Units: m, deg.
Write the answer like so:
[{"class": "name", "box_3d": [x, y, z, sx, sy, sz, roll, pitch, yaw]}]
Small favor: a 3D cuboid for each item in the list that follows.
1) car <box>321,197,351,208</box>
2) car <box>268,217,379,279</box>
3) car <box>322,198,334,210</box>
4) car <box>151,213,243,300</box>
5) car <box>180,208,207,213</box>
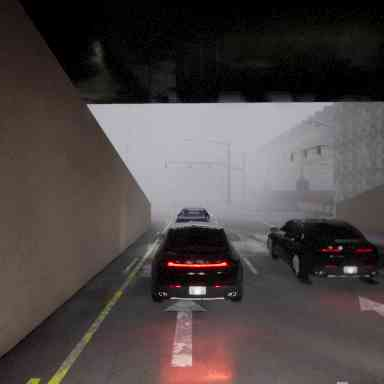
[{"class": "car", "box_3d": [17.649, 1.295, 40.670, 4.536, 1.218, 1.853, 0, 0, -45]}, {"class": "car", "box_3d": [3.607, 1.506, 9.973, 1.837, 1.490, 4.892, 0, 0, 0]}, {"class": "car", "box_3d": [17.612, 1.453, 40.633, 4.974, 1.542, 2.038, 0, 0, -45]}, {"class": "car", "box_3d": [0.105, 1.505, 8.339, 1.837, 1.490, 4.892, 0, 0, 0]}, {"class": "car", "box_3d": [0.100, 1.547, 18.085, 2.033, 1.411, 5.357, 0, 0, 3]}]
